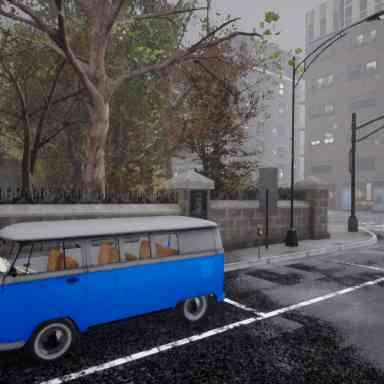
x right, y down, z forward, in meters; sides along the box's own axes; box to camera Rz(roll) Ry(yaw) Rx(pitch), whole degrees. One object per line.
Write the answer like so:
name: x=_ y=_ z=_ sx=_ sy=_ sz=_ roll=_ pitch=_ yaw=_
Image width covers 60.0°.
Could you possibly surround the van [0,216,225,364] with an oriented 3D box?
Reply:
van: x=-1.302 y=1.342 z=5.563 sx=3.998 sy=1.788 sz=1.690 roll=0 pitch=1 yaw=-35
